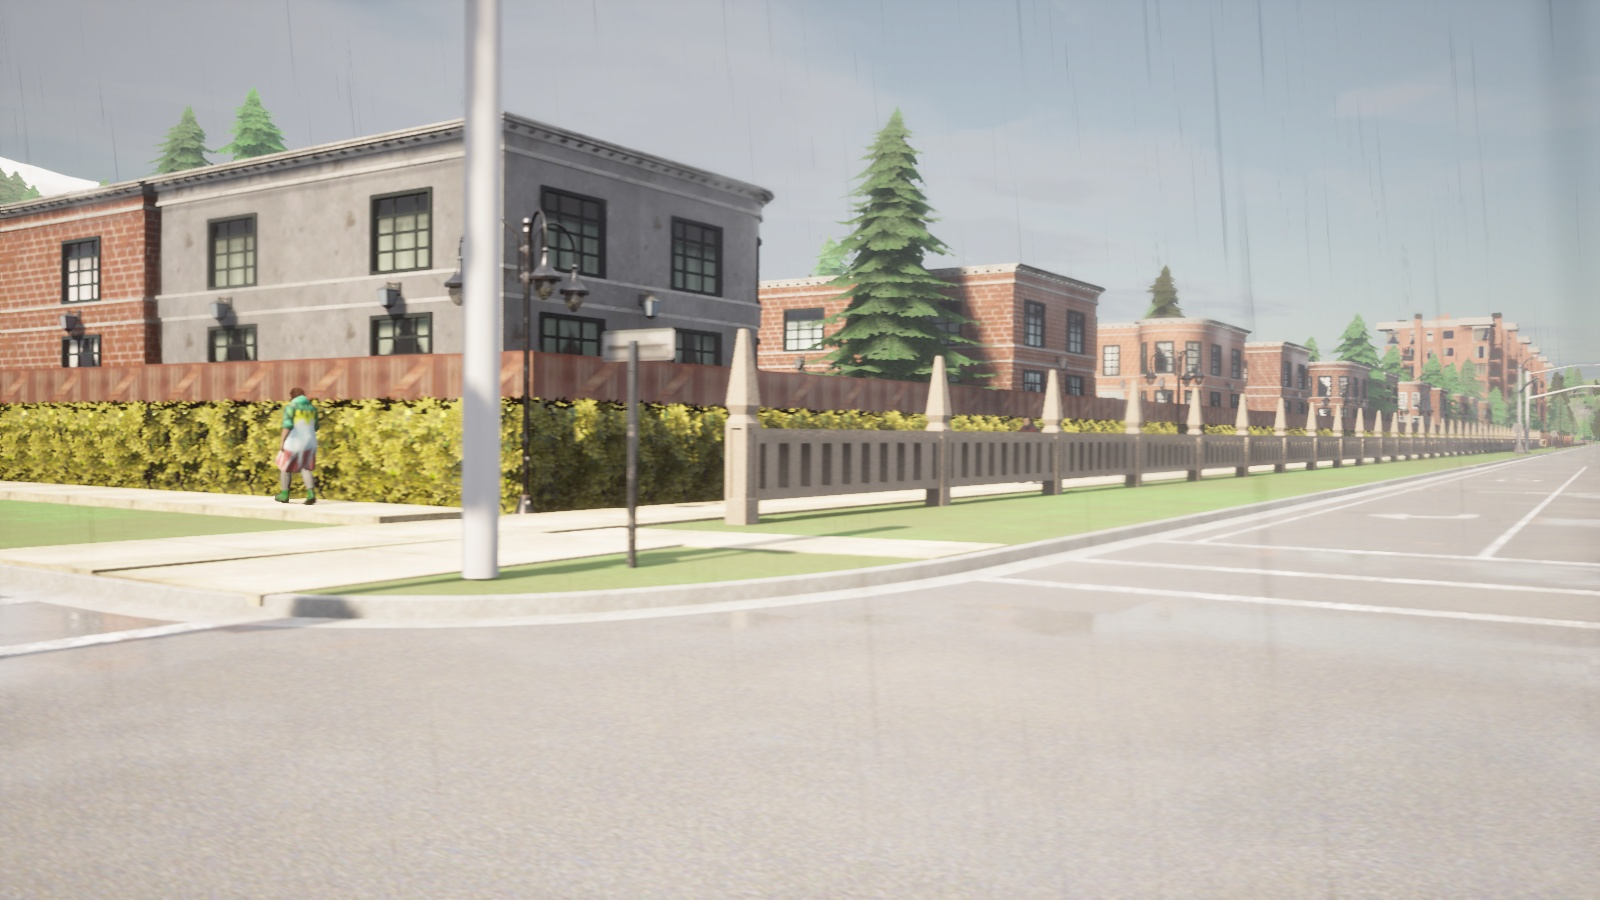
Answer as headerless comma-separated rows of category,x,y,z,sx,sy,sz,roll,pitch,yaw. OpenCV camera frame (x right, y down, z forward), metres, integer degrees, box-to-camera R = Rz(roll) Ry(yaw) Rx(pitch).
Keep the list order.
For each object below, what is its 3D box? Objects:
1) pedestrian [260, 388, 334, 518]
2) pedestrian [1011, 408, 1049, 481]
pedestrian,-7.755,0.040,19.358,0.873,1.952,0.659,0,1,34
pedestrian,5.899,-0.152,32.184,0.634,1.844,0.899,0,1,36
